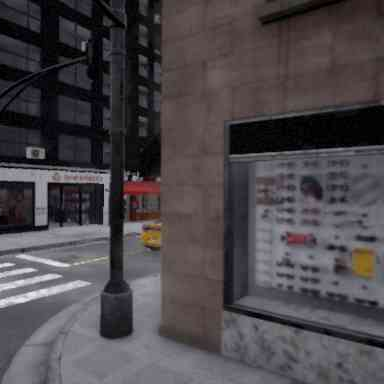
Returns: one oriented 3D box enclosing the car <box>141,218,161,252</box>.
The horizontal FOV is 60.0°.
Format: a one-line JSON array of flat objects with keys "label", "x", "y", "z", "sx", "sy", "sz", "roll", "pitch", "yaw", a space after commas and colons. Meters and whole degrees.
[{"label": "car", "x": 0.128, "y": 1.502, "z": 13.382, "sx": 1.882, "sy": 1.535, "sz": 5.008, "roll": 0, "pitch": 0, "yaw": 35}]
